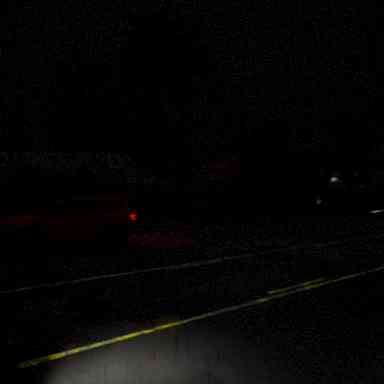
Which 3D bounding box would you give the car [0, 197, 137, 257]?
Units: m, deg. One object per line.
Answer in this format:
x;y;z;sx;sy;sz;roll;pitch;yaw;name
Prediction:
-4.941;1.233;13.371;5.566;2.045;2.150;0;0;-36;car

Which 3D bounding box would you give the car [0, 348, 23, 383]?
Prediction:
-3.361;1.503;1.381;4.892;1.490;1.837;0;0;-35;car
